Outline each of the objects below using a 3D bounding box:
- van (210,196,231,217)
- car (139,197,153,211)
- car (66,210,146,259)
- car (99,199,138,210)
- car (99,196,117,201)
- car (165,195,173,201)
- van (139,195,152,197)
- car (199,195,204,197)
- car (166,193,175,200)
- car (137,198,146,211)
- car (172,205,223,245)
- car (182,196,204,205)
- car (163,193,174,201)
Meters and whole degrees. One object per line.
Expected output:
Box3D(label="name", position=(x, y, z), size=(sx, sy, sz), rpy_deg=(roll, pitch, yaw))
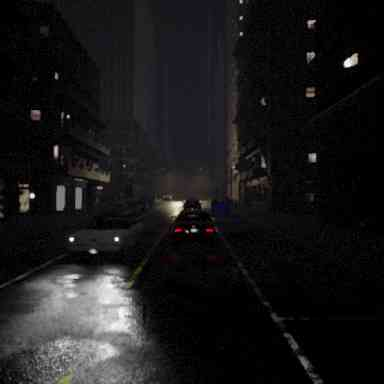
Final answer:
Box3D(label="van", position=(2.642, 1.305, 31.104), size=(1.690, 1.788, 3.998), rpy_deg=(1, 0, 0))
Box3D(label="car", position=(-5.721, 1.522, 36.573), size=(1.947, 1.339, 4.313), rpy_deg=(1, 0, 0))
Box3D(label="car", position=(-3.127, 1.586, 12.757), size=(1.895, 1.301, 4.718), rpy_deg=(0, 0, 0))
Box3D(label="car", position=(-5.697, 1.521, 25.493), size=(2.008, 1.369, 4.403), rpy_deg=(1, 0, 0))
Box3D(label="car", position=(-16.628, 1.419, 64.737), size=(4.097, 1.590, 1.967), rpy_deg=(0, -1, 0))
Box3D(label="car", position=(-5.859, 1.479, 85.755), size=(1.802, 1.307, 4.206), rpy_deg=(1, 0, 0))
Box3D(label="van", position=(-5.898, 1.291, 42.114), size=(1.690, 1.788, 3.998), rpy_deg=(1, 0, 0))
Box3D(label="car", position=(2.509, 1.473, 91.410), size=(1.802, 1.307, 4.206), rpy_deg=(1, 0, 0))
Box3D(label="car", position=(-5.865, 1.206, 91.330), size=(2.192, 1.841, 5.009), rpy_deg=(1, 0, 0))
Box3D(label="car", position=(-5.709, 1.545, 31.034), size=(1.802, 1.307, 4.206), rpy_deg=(1, 0, 0))
Box3D(label="car", position=(0.067, 1.529, 15.304), size=(2.033, 1.411, 5.357), rpy_deg=(0, 0, 0))
Box3D(label="car", position=(0.027, 1.464, 34.192), size=(1.837, 1.490, 4.892), rpy_deg=(0, 0, 0))
Box3D(label="car", position=(-5.844, 1.344, 80.180), size=(1.967, 1.590, 4.097), rpy_deg=(1, 0, 0))
